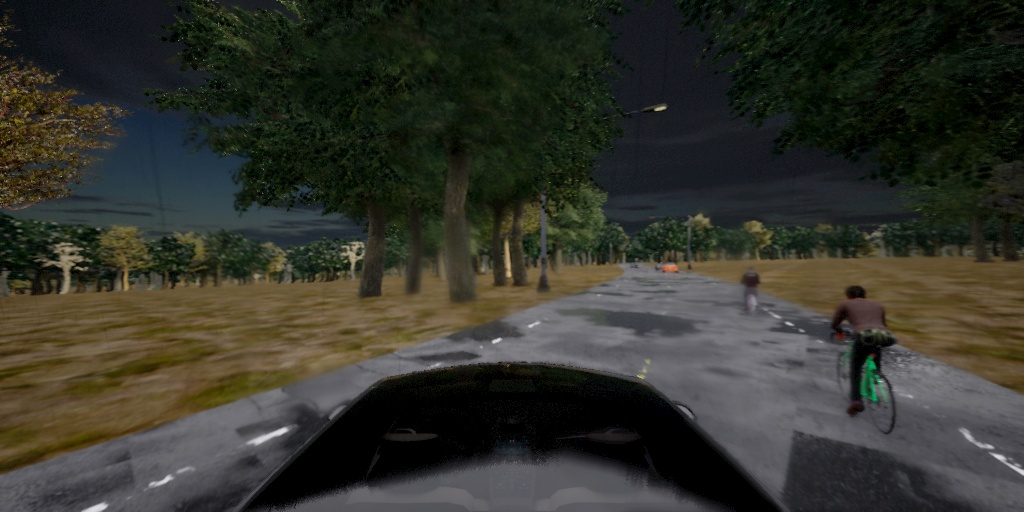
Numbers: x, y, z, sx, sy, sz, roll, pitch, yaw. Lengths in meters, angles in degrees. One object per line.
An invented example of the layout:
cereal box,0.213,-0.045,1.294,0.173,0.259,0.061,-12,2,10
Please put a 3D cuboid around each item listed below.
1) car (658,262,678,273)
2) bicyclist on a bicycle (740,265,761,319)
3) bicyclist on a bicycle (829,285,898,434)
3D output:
car,24.961,1.727,56.964,2.097,1.767,4.553,-1,-1,19
bicyclist on a bicycle,8.102,1.189,12.210,0.659,1.776,1.843,-1,-1,25
bicyclist on a bicycle,4.394,1.202,4.508,0.582,1.620,1.656,-1,-1,26
